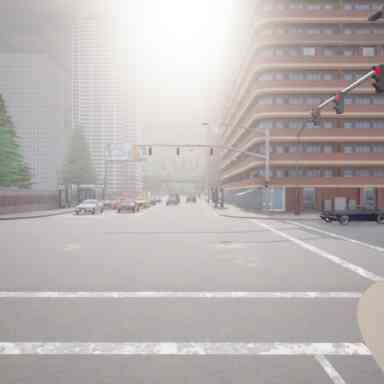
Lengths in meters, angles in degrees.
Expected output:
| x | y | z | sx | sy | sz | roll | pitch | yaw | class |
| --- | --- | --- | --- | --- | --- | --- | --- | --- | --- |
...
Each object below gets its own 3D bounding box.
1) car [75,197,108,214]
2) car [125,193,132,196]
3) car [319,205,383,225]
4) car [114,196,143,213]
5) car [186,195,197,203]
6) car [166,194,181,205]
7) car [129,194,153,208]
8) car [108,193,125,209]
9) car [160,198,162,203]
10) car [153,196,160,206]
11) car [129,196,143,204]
| x | y | z | sx | sy | sz | roll | pitch | yaw | class |
| --- | --- | --- | --- | --- | --- | --- | --- | --- | --- |
| -10.658 | 1.526 | 34.893 | 1.812 | 1.442 | 4.674 | 0 | 0 | 2 | car |
| -10.683 | 1.221 | 53.568 | 2.150 | 2.045 | 5.566 | 0 | 0 | 0 | car |
| 11.384 | 1.545 | 23.162 | 4.718 | 1.301 | 1.895 | 0 | 0 | -13 | car |
| -7.148 | 1.526 | 37.730 | 1.812 | 1.442 | 4.674 | 0 | 0 | 0 | car |
| -0.118 | 1.350 | 69.644 | 2.097 | 1.767 | 4.553 | 0 | 0 | 0 | car |
| -3.497 | 1.547 | 58.154 | 2.033 | 1.411 | 5.357 | 0 | 0 | 0 | car |
| -7.177 | 1.477 | 47.069 | 1.882 | 1.535 | 5.008 | 0 | 0 | 0 | car |
| -10.672 | 1.352 | 43.839 | 2.097 | 1.767 | 4.553 | 0 | 0 | 0 | car |
| -7.138 | 1.526 | 66.773 | 1.812 | 1.442 | 4.674 | 0 | 0 | 0 | car |
| -7.179 | 1.491 | 56.548 | 2.128 | 1.511 | 4.902 | 0 | 0 | 0 | car |
| -10.651 | 1.505 | 63.985 | 1.837 | 1.490 | 4.892 | 0 | 0 | 0 | car |
